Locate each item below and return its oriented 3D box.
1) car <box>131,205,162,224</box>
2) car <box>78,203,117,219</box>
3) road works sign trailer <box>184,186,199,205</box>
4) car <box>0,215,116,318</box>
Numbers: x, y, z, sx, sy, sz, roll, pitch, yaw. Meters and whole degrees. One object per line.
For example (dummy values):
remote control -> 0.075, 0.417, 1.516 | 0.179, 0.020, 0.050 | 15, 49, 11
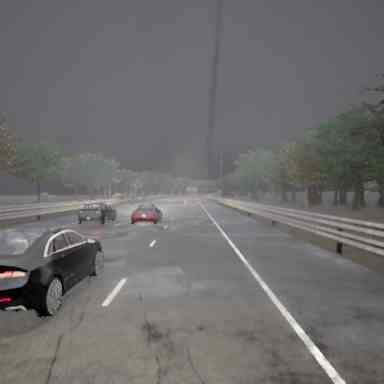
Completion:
car -> -3.394, 1.645, 25.441 | 1.994, 1.385, 4.181 | 0, 0, 0
car -> -6.896, 1.570, 24.573 | 2.128, 1.511, 4.902 | 0, 0, 0
road works sign trailer -> 0.013, 0.640, 61.320 | 2.380, 3.560, 2.880 | 0, 0, 0
car -> -3.400, 1.518, 7.457 | 2.128, 1.511, 4.902 | 0, 0, 0
